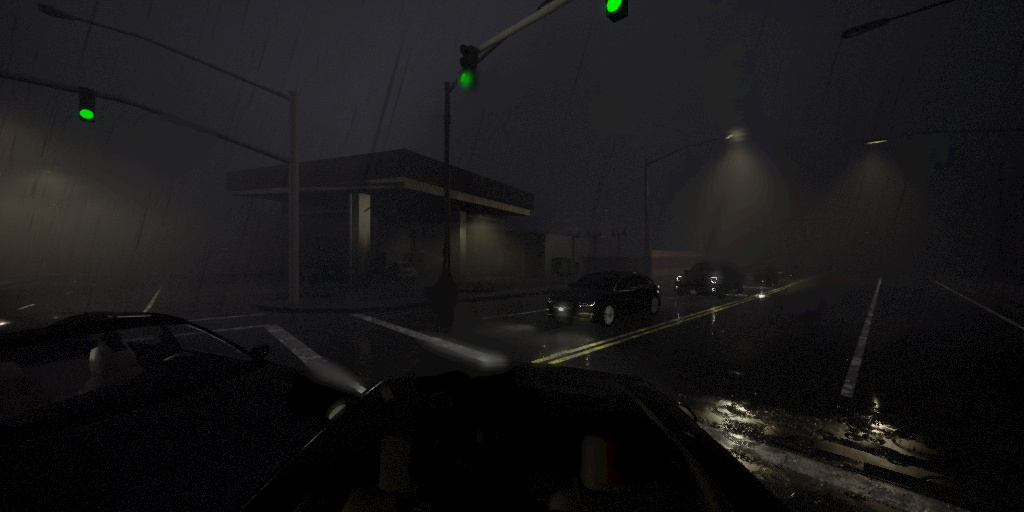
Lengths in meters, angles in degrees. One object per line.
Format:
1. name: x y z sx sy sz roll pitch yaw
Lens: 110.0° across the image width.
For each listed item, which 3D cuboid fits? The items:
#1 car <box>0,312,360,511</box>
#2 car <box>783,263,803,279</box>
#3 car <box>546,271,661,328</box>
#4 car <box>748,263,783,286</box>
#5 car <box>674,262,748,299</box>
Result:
1. car: -3.365 1.242 2.751 4.902 1.511 2.128 0 0 16
2. car: 24.471 1.314 31.987 4.181 1.385 1.994 0 0 -43
3. car: 3.129 1.255 11.632 4.892 1.490 1.837 0 0 -44
4. car: 17.188 1.314 25.089 4.181 1.385 1.994 0 0 -45
5. car: 10.114 1.102 18.329 4.553 1.767 2.097 0 0 -44
